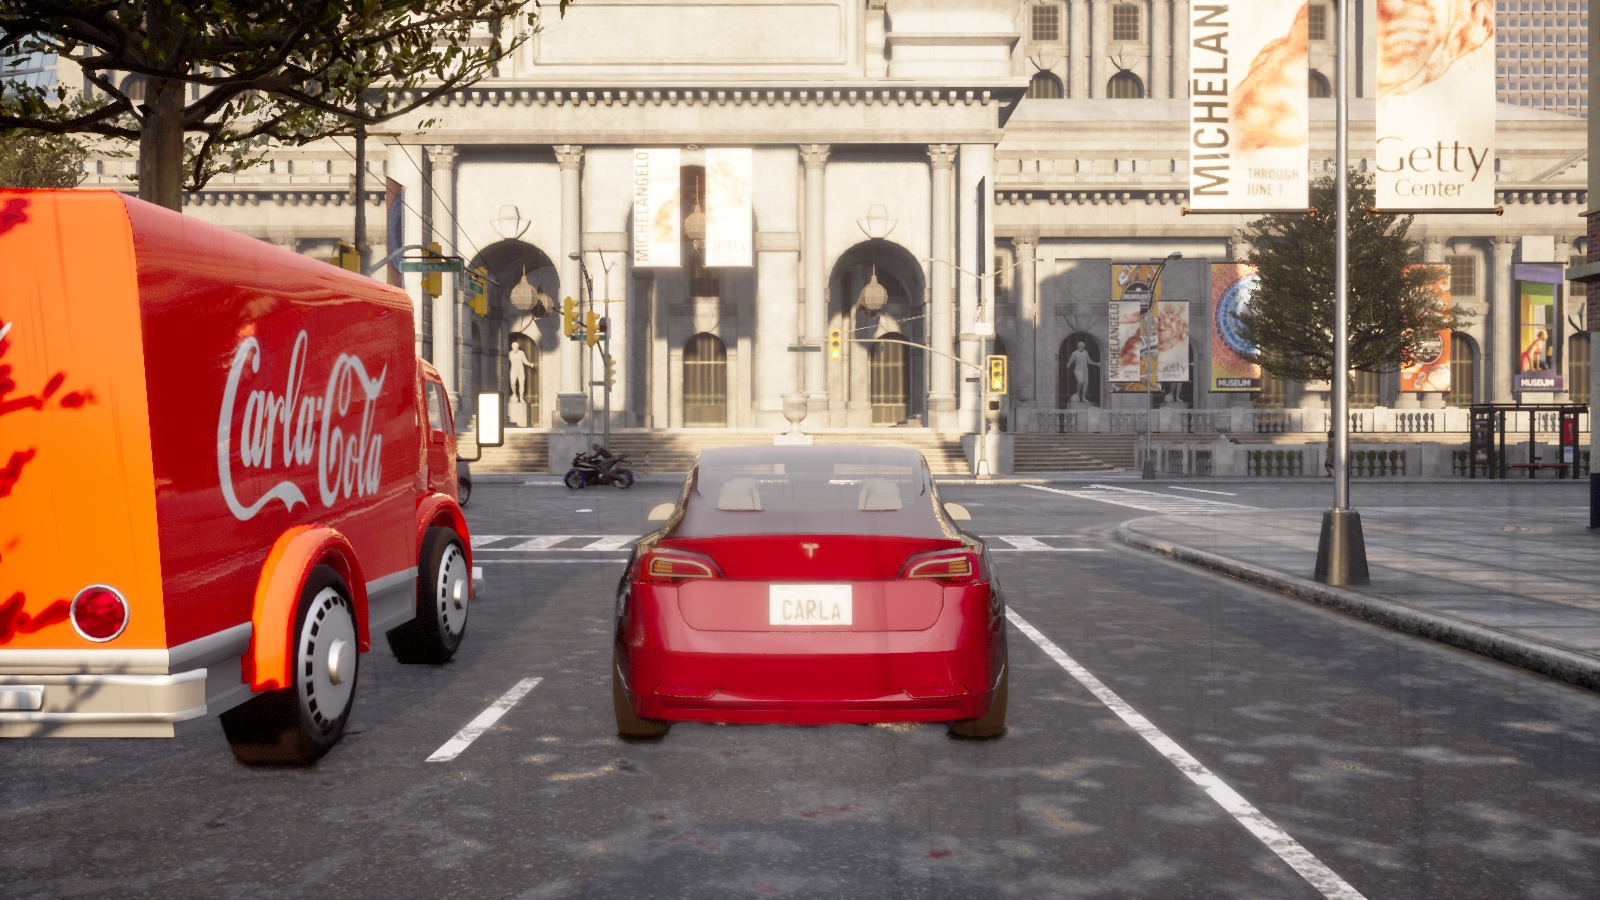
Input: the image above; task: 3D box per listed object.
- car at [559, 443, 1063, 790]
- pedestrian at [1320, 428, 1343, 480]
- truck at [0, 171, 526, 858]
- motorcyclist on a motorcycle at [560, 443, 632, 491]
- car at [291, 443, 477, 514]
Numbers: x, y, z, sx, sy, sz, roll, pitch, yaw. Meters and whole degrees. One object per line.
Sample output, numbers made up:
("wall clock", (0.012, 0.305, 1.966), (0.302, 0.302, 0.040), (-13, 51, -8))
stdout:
("car", (0.058, 0.702, 7.797), (2.163, 1.488, 4.792), (0, 0, 0))
("pedestrian", (20.188, 0.150, 47.719), (0.692, 1.930, 0.396), (0, 0, -8))
("truck", (-3.445, 0.217, 7.116), (2.627, 2.467, 5.204), (0, 0, 0))
("motorcyclist on a motorcycle", (-6.664, 0.544, 41.048), (2.191, 1.530, 0.866), (0, 0, 1))
("car", (-9.347, 0.592, 28.442), (1.845, 1.501, 3.633), (0, 0, 33))
